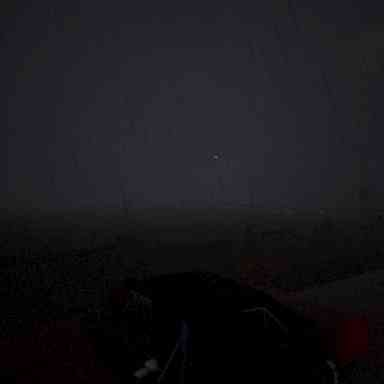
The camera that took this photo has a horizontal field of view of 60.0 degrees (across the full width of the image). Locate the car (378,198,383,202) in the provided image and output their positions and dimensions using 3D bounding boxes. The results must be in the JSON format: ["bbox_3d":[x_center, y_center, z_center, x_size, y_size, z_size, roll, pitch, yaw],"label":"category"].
[{"bbox_3d":[45.923,1.613,78.220,1.905,1.878,3.866,0,0,-36],"label":"car"}]

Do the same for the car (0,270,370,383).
[{"bbox_3d":[-0.328,1.612,3.259,4.718,1.301,1.895,1,0,-36],"label":"car"}]

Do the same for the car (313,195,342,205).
[{"bbox_3d":[26.398,1.702,63.911,2.242,1.667,4.611,0,0,-36],"label":"car"}]

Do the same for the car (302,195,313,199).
[{"bbox_3d":[29.870,1.581,82.887,1.932,1.855,4.605,0,0,-36],"label":"car"}]
